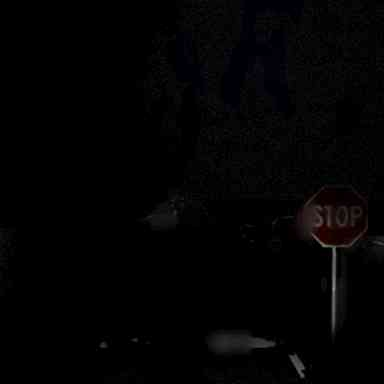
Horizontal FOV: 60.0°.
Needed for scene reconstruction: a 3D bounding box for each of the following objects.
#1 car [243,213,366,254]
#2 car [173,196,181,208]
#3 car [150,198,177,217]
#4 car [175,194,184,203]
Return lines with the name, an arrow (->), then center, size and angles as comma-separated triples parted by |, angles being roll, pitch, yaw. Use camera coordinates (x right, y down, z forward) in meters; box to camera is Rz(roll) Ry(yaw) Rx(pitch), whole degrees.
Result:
car -> 4.602, 1.635, 13.881 | 4.902, 1.511, 2.128 | 1, 1, 0
car -> -2.750, 1.558, 43.294 | 1.895, 1.301, 4.718 | 0, 0, 0
car -> -2.779, 1.541, 31.286 | 1.994, 1.385, 4.181 | 0, 0, 0
car -> -2.631, 1.256, 64.861 | 2.097, 1.767, 4.553 | 0, 0, 0
